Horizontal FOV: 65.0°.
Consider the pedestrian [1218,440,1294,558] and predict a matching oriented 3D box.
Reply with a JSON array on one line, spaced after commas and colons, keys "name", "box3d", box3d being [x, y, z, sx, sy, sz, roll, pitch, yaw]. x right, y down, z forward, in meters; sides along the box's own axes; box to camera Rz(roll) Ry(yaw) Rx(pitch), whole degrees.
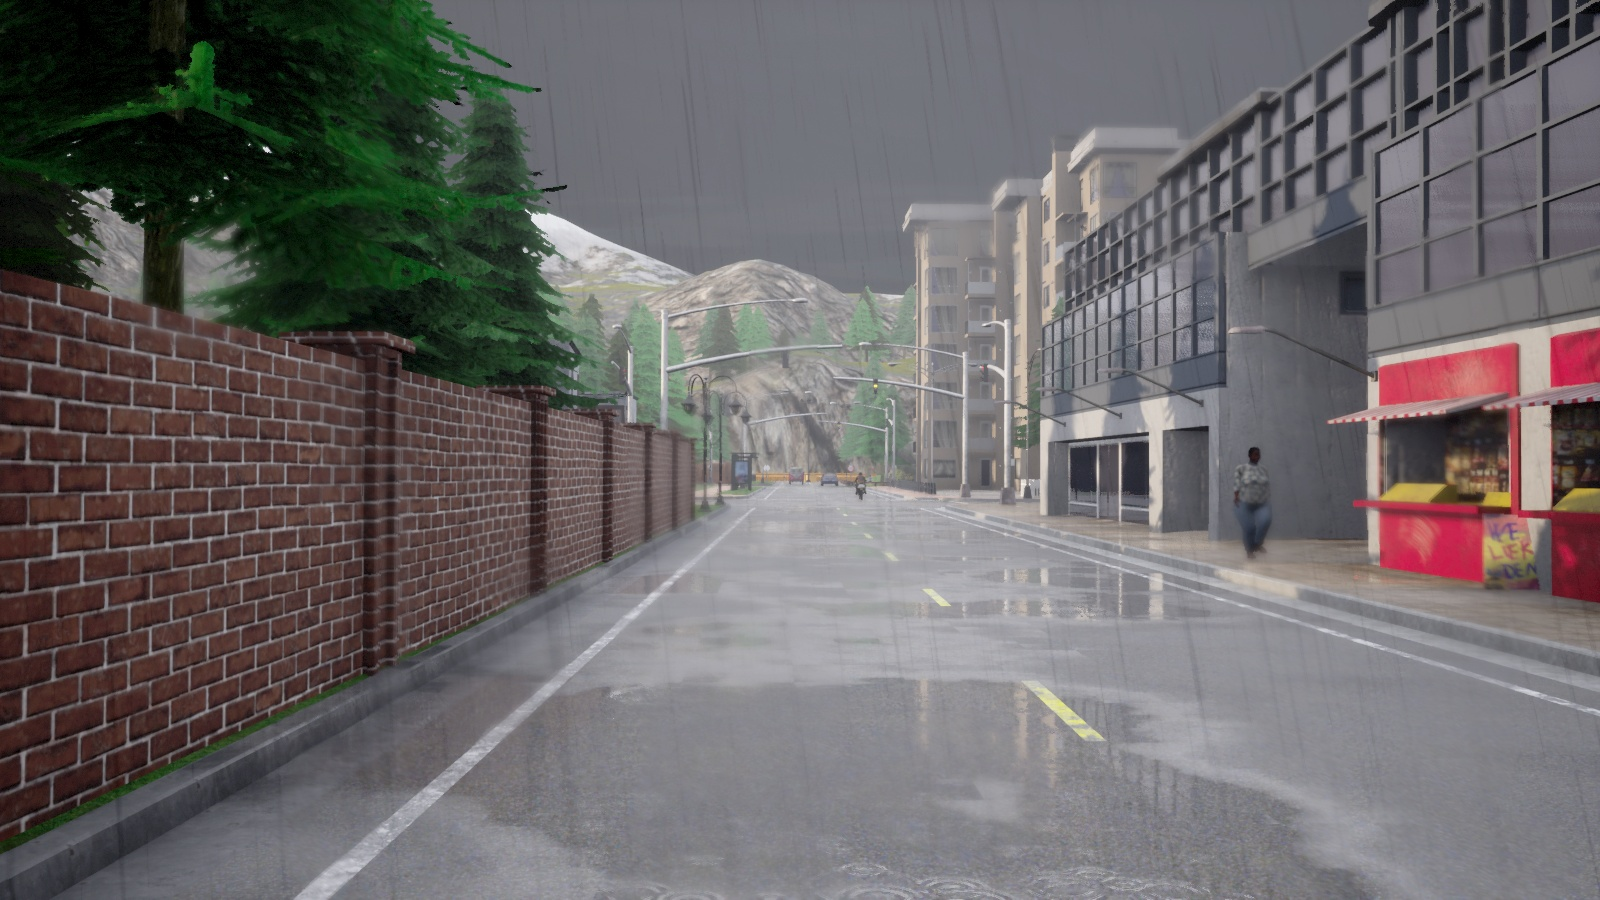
[{"name": "pedestrian", "box3d": [7.360, 0.786, 20.304, 0.874, 1.855, 0.900, 0, -1, 0]}]
